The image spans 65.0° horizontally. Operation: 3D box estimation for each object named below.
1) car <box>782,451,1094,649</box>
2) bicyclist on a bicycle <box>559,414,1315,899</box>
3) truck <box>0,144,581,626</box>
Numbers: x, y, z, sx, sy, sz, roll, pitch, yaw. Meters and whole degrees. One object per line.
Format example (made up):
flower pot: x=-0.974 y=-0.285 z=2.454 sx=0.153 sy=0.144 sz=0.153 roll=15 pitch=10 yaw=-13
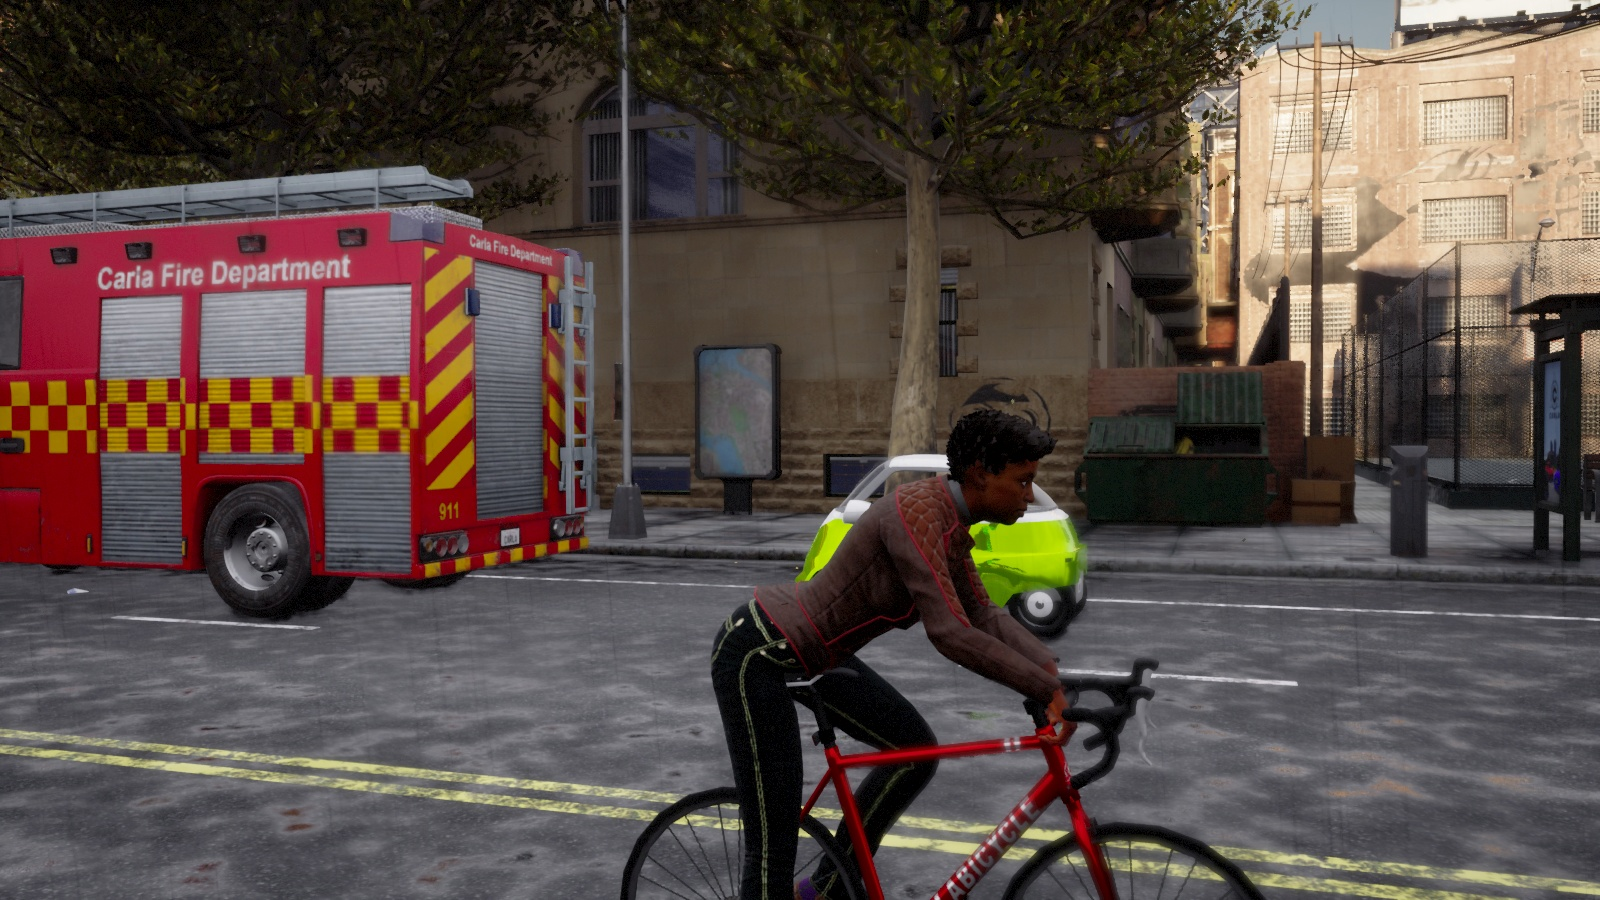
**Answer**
car: x=1.153 y=0.723 z=10.141 sx=2.207 sy=1.376 sz=1.481 roll=1 pitch=1 yaw=19
bicyclist on a bicycle: x=0.305 y=0.732 z=3.021 sx=1.656 sy=1.620 sz=0.582 roll=1 pitch=1 yaw=17
truck: x=-6.695 y=-0.566 z=12.681 sx=8.468 sy=3.827 sz=2.891 roll=1 pitch=1 yaw=19
